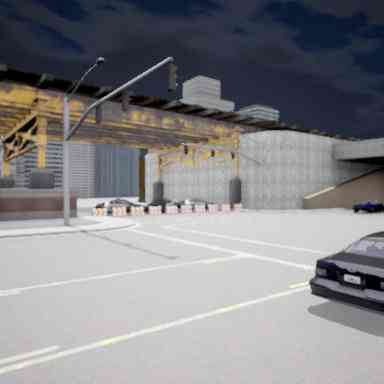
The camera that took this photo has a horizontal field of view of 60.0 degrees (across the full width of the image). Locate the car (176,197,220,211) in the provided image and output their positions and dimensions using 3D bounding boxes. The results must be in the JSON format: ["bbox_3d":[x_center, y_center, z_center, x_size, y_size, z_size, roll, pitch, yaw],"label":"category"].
[{"bbox_3d":[0.655,1.441,39.922,4.974,1.542,2.038,0,0,-7],"label":"car"}]

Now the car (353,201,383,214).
[{"bbox_3d":[19.281,1.582,35.797,4.718,1.301,1.895,0,0,-37],"label":"car"}]

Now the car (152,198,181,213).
[{"bbox_3d":[-3.255,1.443,36.162,2.038,1.542,4.974,0,0,18],"label":"car"}]

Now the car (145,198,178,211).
[{"bbox_3d":[-3.239,1.286,36.212,1.853,1.218,4.536,0,0,18],"label":"car"}]

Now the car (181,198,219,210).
[{"bbox_3d":[0.604,1.283,39.915,4.536,1.218,1.853,0,0,-7],"label":"car"}]

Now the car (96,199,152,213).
[{"bbox_3d":[-7.000,1.446,33.477,4.974,1.542,2.038,0,0,8],"label":"car"}]

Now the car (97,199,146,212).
[{"bbox_3d":[-7.052,1.288,33.484,4.536,1.218,1.853,0,0,8],"label":"car"}]

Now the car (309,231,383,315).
[{"bbox_3d":[4.756,1.555,7.177,5.357,1.411,2.033,1,0,-36],"label":"car"}]
